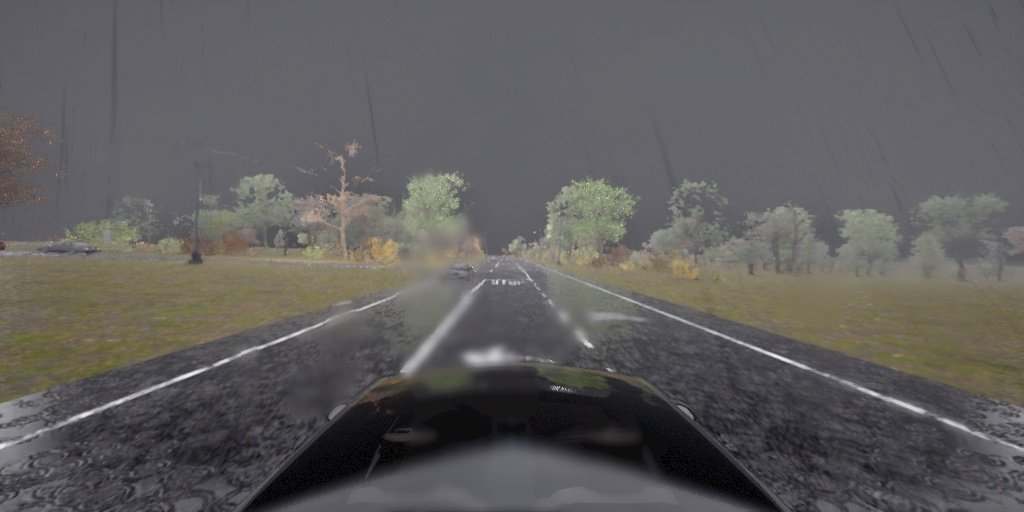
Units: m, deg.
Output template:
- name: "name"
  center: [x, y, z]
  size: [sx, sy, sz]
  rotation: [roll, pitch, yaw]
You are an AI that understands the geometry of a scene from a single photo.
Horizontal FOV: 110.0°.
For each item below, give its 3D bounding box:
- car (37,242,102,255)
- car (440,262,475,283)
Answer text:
- name: "car"
  center: [-49.346, -0.898, 40.046]
  size: [5.357, 1.411, 2.033]
  rotation: [2, 0, -1]
- name: "car"
  center: [-3.761, 1.148, 25.308]
  size: [1.994, 1.385, 4.181]
  rotation: [0, 0, -1]
